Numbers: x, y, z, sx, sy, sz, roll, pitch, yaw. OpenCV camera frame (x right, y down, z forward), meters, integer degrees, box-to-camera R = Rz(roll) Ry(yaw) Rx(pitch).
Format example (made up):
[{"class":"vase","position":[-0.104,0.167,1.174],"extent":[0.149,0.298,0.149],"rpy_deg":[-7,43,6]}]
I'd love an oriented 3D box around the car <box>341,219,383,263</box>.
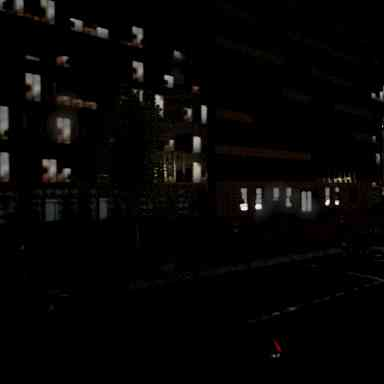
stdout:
[{"class":"car","position":[6.926,1.635,11.519],"extent":[4.403,1.369,2.008],"rpy_deg":[0,-1,-36]}]

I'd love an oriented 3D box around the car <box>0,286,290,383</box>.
[{"class":"car","position":[-1.143,1.567,2.557],"extent":[4.181,1.385,1.994],"rpy_deg":[0,0,-35]}]
